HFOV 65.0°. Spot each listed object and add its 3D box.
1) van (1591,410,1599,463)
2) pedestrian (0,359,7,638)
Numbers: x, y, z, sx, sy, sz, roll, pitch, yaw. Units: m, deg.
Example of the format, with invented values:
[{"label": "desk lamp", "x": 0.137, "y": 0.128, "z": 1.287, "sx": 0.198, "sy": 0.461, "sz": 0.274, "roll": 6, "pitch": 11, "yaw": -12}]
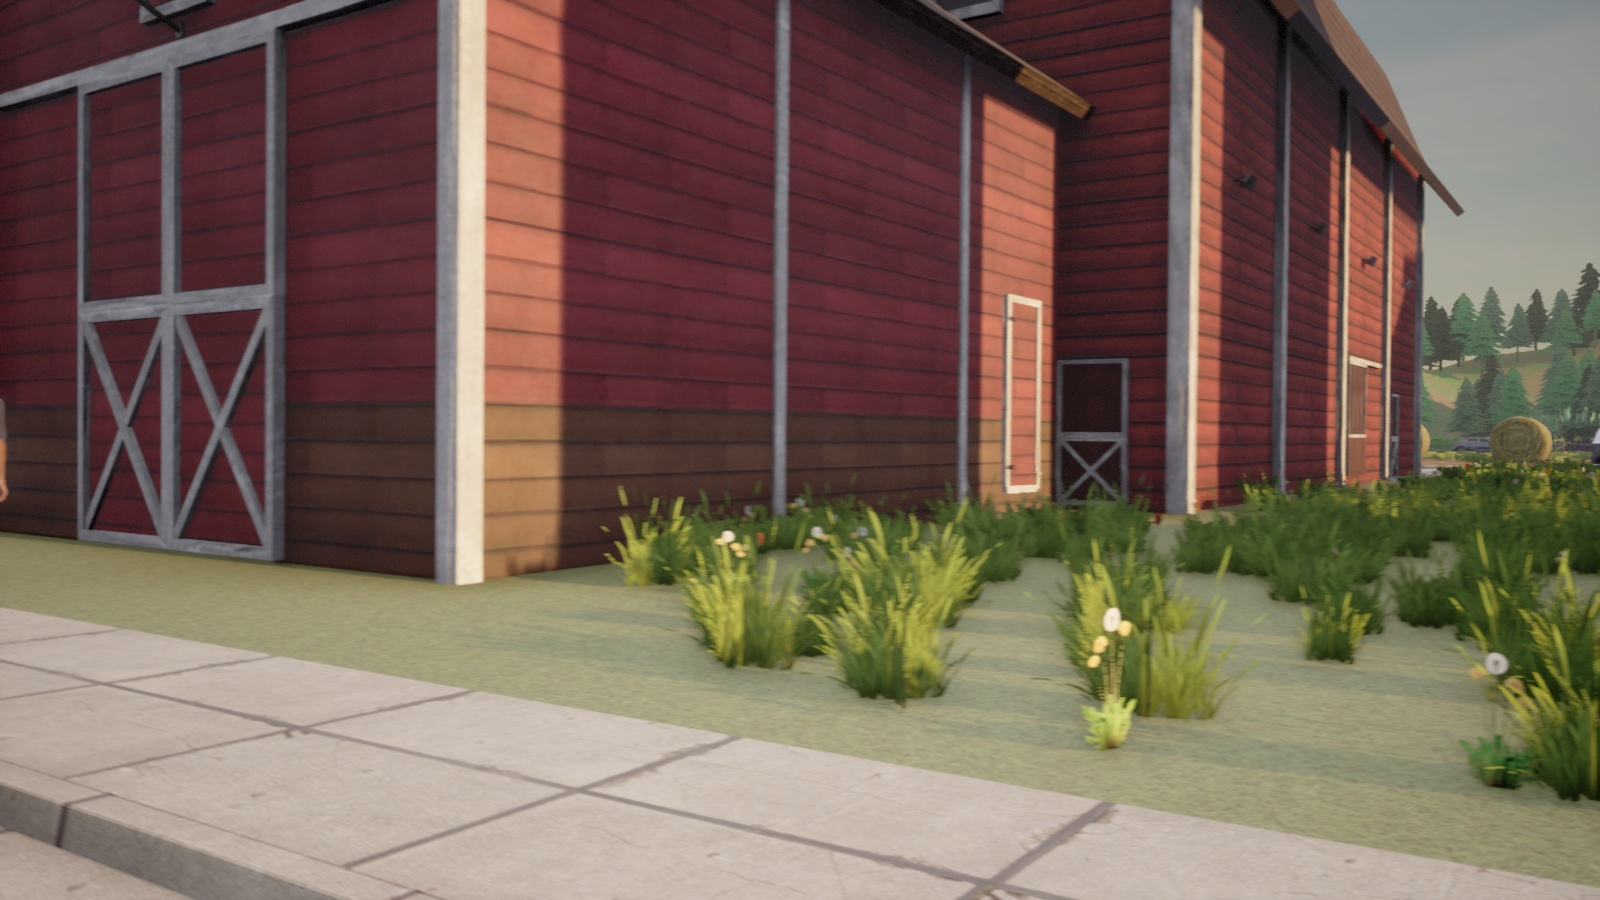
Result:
[{"label": "van", "x": 33.296, "y": -0.537, "z": 48.616, "sx": 4.480, "sy": 2.038, "sz": 2.069, "roll": 0, "pitch": 1, "yaw": 34}, {"label": "pedestrian", "x": -5.602, "y": 0.322, "z": 8.434, "sx": 0.354, "sy": 1.836, "sz": 0.706, "roll": -1, "pitch": 1, "yaw": -40}]
